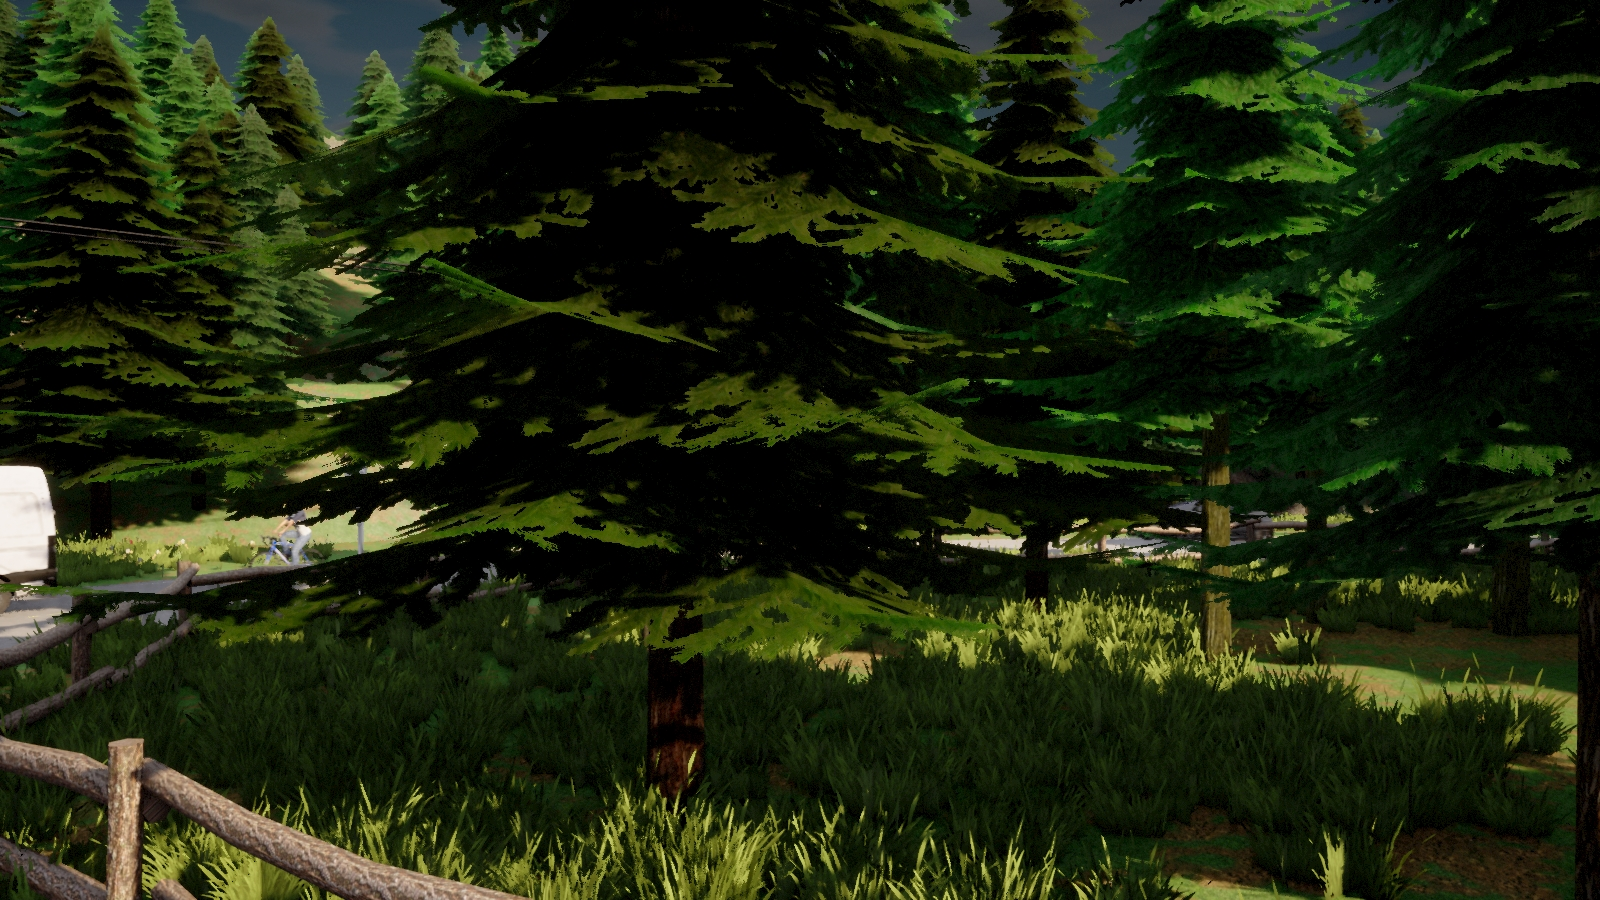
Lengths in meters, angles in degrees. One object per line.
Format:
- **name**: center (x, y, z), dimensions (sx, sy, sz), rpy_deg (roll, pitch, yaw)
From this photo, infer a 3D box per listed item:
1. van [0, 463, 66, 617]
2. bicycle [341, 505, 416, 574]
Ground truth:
- **van**: center (-15.229, 1.533, 18.025), dimensions (1.988, 2.561, 5.915), rpy_deg (0, 0, 29)
- **bicycle**: center (-9.776, 2.056, 26.533), dimensions (0.373, 1.496, 1.643), rpy_deg (0, 0, 41)
